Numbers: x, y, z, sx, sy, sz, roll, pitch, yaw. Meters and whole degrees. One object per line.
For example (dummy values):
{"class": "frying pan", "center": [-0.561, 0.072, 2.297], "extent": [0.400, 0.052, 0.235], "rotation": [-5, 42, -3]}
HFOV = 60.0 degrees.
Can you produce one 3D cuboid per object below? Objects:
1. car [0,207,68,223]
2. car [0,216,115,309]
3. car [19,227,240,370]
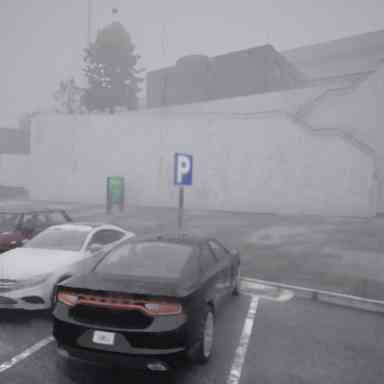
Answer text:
{"class": "car", "center": [-5.173, 1.277, 9.520], "extent": [2.185, 1.767, 4.553], "rotation": [1, 0, 15]}
{"class": "car", "center": [-2.740, 1.472, 7.750], "extent": [2.002, 1.452, 4.674], "rotation": [1, 0, 15]}
{"class": "car", "center": [-0.302, 1.458, 6.002], "extent": [2.097, 1.535, 5.008], "rotation": [0, 0, 15]}
